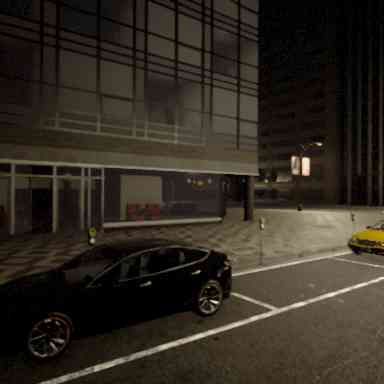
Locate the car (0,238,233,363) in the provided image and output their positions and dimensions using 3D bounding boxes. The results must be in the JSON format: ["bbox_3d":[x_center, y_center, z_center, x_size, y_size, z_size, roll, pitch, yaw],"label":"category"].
[{"bbox_3d":[-1.184,1.564,5.914,4.313,1.339,1.947,0,1,-36],"label":"car"}]

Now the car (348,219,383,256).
[{"bbox_3d":[7.564,1.522,12.157,4.829,1.417,1.752,0,0,-36],"label":"car"}]
